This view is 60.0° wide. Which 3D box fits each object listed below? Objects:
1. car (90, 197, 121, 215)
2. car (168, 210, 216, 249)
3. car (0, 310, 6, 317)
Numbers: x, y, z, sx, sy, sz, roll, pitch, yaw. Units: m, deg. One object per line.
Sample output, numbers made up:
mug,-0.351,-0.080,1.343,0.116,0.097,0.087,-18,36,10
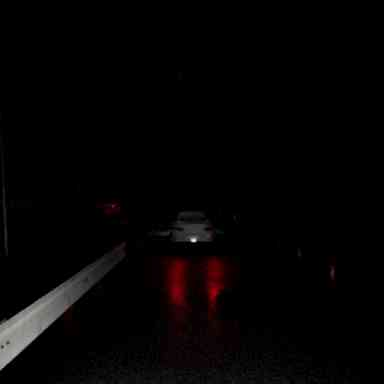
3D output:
car,-8.548,1.236,29.753,4.553,1.767,2.097,0,4,35
car,-0.036,1.481,14.327,1.812,1.442,4.674,0,0,-2
car,-6.953,3.388,7.758,4.792,1.488,2.163,-1,5,-20
